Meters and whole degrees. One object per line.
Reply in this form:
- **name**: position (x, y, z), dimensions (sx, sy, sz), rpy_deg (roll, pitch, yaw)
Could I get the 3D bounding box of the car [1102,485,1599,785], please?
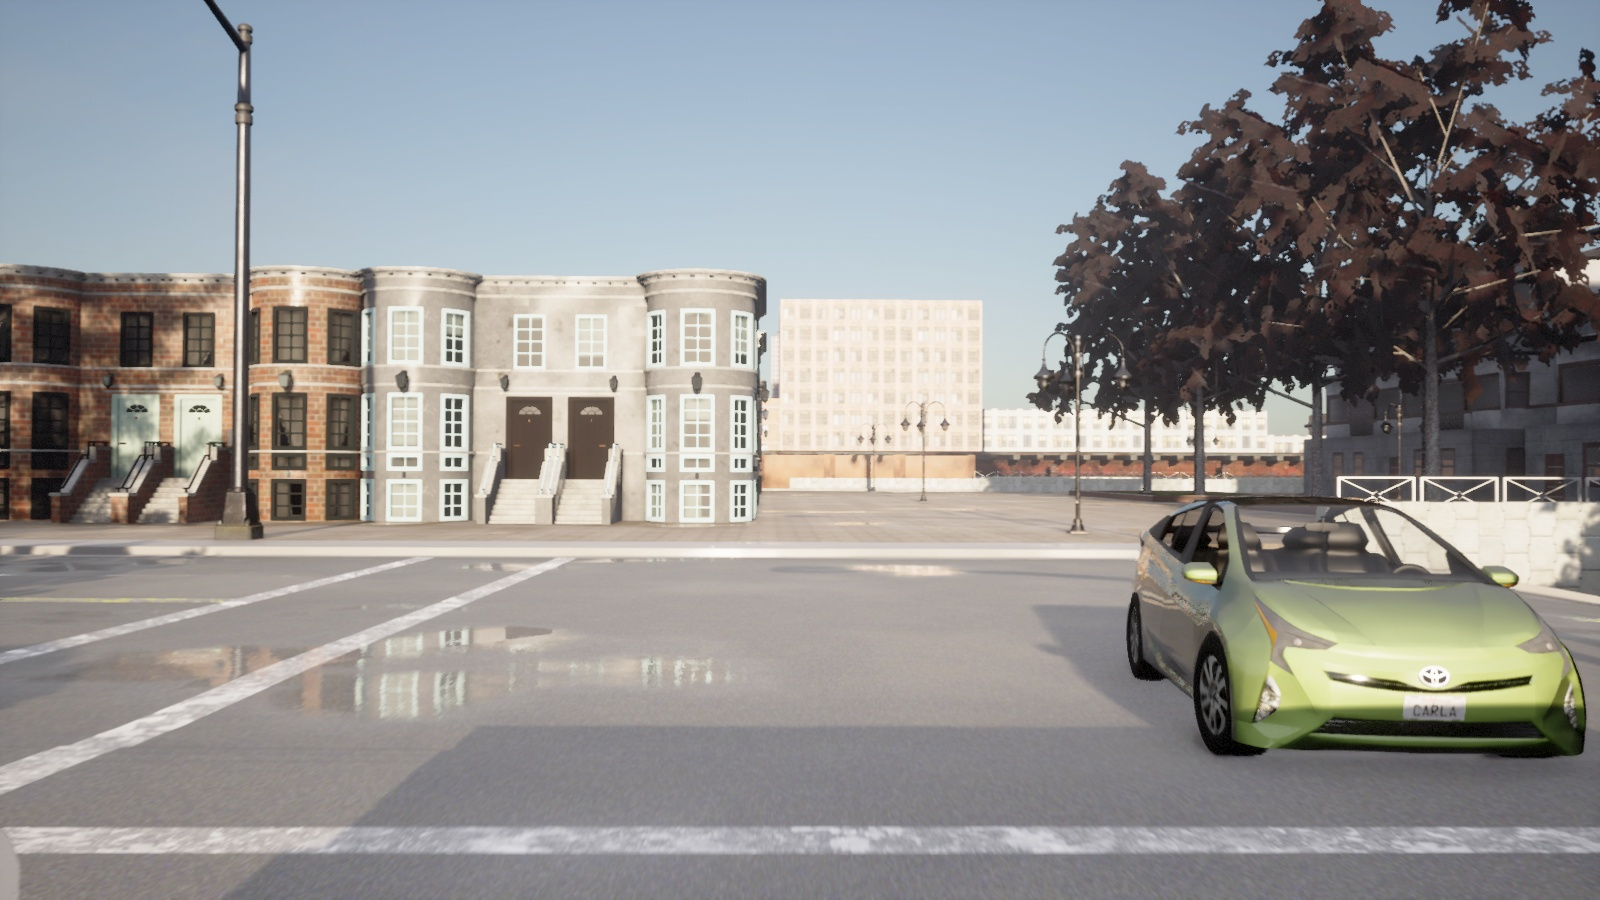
- **car**: position (3.485, 1.016, 8.750), dimensions (2.007, 1.525, 4.514), rpy_deg (0, -2, 5)
